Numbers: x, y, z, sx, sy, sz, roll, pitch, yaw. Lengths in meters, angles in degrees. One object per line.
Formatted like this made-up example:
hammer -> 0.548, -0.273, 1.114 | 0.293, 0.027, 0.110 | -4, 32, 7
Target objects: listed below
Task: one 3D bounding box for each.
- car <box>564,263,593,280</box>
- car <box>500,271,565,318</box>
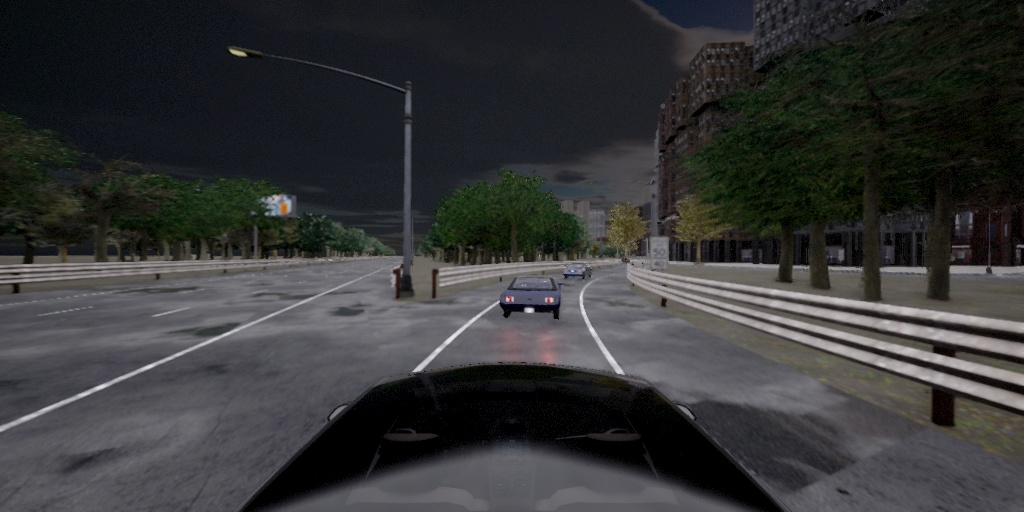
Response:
car -> 6.002, 1.320, 32.319 | 2.033, 1.411, 5.357 | 0, 0, 22
car -> 0.862, 1.356, 13.081 | 1.895, 1.301, 4.718 | 0, 0, 8
